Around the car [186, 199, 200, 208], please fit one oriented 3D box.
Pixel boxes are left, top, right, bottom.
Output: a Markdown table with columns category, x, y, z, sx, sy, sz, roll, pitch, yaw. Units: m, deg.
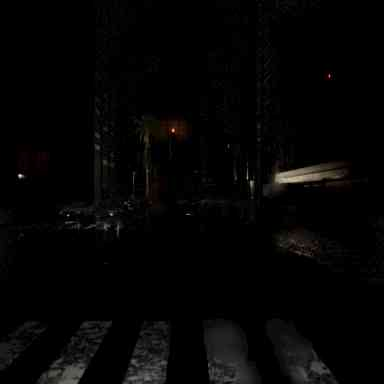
| category | x | y | z | sx | sy | sz | roll | pitch | yaw |
| --- | --- | --- | --- | --- | --- | --- | --- | --- | --- |
| car | 0.154 | 1.705 | 51.031 | 1.994 | 1.385 | 4.181 | 0 | 0 | 0 |

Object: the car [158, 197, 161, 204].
| category | x | y | z | sx | sy | sz | roll | pitch | yaw |
| --- | --- | --- | --- | --- | --- | --- | --- | --- | --- |
| car | -6.431 | 1.680 | 63.844 | 1.882 | 1.535 | 5.008 | 0 | 0 | 0 |

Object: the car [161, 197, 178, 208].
| category | x | y | z | sx | sy | sz | roll | pitch | yaw |
| --- | --- | --- | --- | --- | --- | --- | --- | --- | --- |
| car | -3.096 | 1.700 | 49.808 | 1.994 | 1.385 | 4.181 | 0 | 0 | 0 |

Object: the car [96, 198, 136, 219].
| category | x | y | z | sx | sy | sz | roll | pitch | yaw |
| --- | --- | --- | --- | --- | --- | --- | --- | --- | --- |
| car | -6.573 | 1.555 | 29.295 | 2.128 | 1.511 | 4.902 | 0 | 0 | -2 |

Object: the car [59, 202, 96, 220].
| category | x | y | z | sx | sy | sz | roll | pitch | yaw |
| --- | --- | --- | --- | --- | --- | --- | --- | --- | --- |
| car | -9.813 | 1.587 | 28.690 | 1.812 | 1.442 | 4.674 | 0 | 0 | 0 |

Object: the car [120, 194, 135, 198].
| category | x | y | z | sx | sy | sz | roll | pitch | yaw |
| --- | --- | --- | --- | --- | --- | --- | --- | --- | --- |
| car | -9.779 | 1.357 | 49.640 | 2.150 | 2.045 | 5.566 | 0 | 0 | 1 |

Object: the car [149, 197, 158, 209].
| category | x | y | z | sx | sy | sz | roll | pitch | yaw |
| --- | --- | --- | --- | --- | --- | --- | --- | --- | --- |
| car | -6.534 | 1.482 | 48.206 | 2.097 | 1.767 | 4.553 | 0 | 0 | 0 |

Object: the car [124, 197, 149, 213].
| category | x | y | z | sx | sy | sz | roll | pitch | yaw |
| --- | --- | --- | --- | --- | --- | --- | --- | --- | --- |
| car | -6.546 | 1.618 | 38.564 | 1.812 | 1.442 | 4.674 | 0 | 0 | 0 |
